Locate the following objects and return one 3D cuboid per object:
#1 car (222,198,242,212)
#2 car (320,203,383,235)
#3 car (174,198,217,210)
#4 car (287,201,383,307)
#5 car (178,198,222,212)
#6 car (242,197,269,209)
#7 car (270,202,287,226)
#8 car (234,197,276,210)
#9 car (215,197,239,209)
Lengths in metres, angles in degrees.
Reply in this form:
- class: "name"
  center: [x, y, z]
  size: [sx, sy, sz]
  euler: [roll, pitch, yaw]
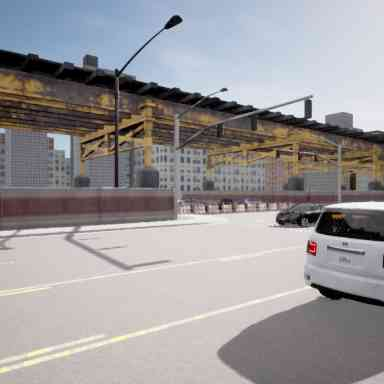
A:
- class: "car"
  center: [4.182, 1.453, 39.260]
  size: [2.038, 1.542, 4.974]
  euler: [0, 0, 18]
- class: "car"
  center: [9.880, 1.477, 19.584]
  size: [5.008, 1.535, 1.882]
  euler: [0, 0, -35]
- class: "car"
  center: [0.379, 1.295, 36.592]
  size: [4.536, 1.218, 1.853]
  euler: [0, 0, 8]
- class: "car"
  center: [4.782, 1.221, 7.168]
  size: [5.566, 2.045, 2.150]
  euler: [0, 0, -35]
- class: "car"
  center: [0.431, 1.453, 36.585]
  size: [4.974, 1.542, 2.038]
  euler: [0, 0, 8]
- class: "car"
  center: [8.050, 1.295, 43.004]
  size: [4.536, 1.218, 1.853]
  euler: [0, 0, -7]
- class: "car"
  center: [7.684, 1.505, 22.317]
  size: [4.892, 1.490, 1.837]
  euler: [0, 0, -35]
- class: "car"
  center: [8.102, 1.453, 43.011]
  size: [4.974, 1.542, 2.038]
  euler: [0, 0, -7]
- class: "car"
  center: [4.198, 1.295, 39.310]
  size: [1.853, 1.218, 4.536]
  euler: [0, 0, 18]
